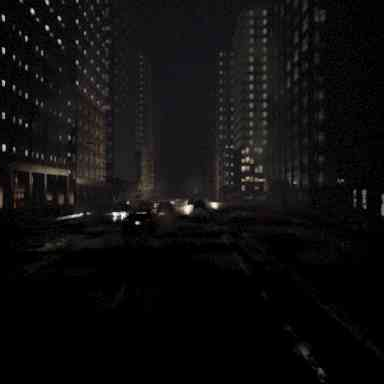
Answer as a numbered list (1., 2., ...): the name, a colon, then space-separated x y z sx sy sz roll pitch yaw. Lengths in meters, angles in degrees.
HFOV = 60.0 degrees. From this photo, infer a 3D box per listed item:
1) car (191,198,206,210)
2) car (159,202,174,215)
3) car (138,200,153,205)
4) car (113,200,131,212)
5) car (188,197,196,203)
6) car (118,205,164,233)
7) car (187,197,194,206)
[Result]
1. car: 1.144 2.012 51.132 1.837 1.490 4.892 0 -1 0
2. car: -3.144 1.917 39.522 1.812 1.442 4.674 0 -1 0
3. car: -6.564 1.957 46.978 2.128 1.511 4.902 0 -1 0
4. car: -9.814 1.957 46.978 2.128 1.511 4.902 0 -1 0
5. car: 0.012 2.172 86.506 1.837 1.490 4.892 0 -1 0
6. car: -3.148 1.774 21.174 1.994 1.385 4.181 0 -1 0
7. car: 0.009 2.079 69.425 2.128 1.511 4.902 0 -1 0
